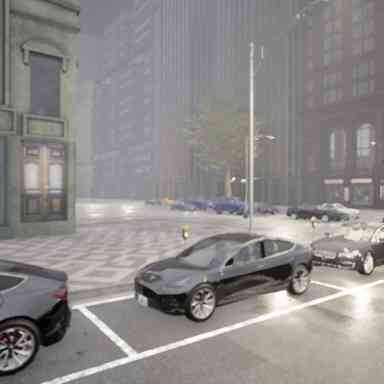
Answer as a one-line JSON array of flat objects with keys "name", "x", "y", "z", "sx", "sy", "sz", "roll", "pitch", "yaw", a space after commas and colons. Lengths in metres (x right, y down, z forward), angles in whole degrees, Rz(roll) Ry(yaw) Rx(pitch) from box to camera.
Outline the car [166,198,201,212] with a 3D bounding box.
[{"name": "car", "x": -1.269, "y": 1.862, "z": 45.401, "sx": 1.812, "sy": 1.442, "sz": 4.674, "roll": 0, "pitch": 0, "yaw": -35}]

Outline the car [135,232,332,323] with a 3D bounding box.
[{"name": "car", "x": 0.883, "y": 1.606, "z": 7.292, "sx": 4.313, "sy": 1.339, "sz": 1.947, "roll": 1, "pitch": -1, "yaw": -36}]

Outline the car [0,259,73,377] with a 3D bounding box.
[{"name": "car", "x": -3.700, "y": 1.560, "z": 4.010, "sx": 4.313, "sy": 1.339, "sz": 1.947, "roll": 1, "pitch": -1, "yaw": -36}]

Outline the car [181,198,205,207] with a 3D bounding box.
[{"name": "car", "x": 0.150, "y": 1.880, "z": 60.331, "sx": 1.882, "sy": 1.535, "sz": 5.008, "roll": 0, "pitch": 0, "yaw": -35}]

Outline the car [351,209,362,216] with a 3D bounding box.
[{"name": "car", "x": 13.254, "y": 1.814, "z": 30.761, "sx": 1.812, "sy": 1.442, "sz": 4.674, "roll": 0, "pitch": 0, "yaw": -33}]

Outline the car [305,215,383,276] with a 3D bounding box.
[{"name": "car", "x": 5.466, "y": 1.637, "z": 10.573, "sx": 4.403, "sy": 1.369, "sz": 2.008, "roll": 1, "pitch": -1, "yaw": -36}]

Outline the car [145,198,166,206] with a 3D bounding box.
[{"name": "car", "x": -7.626, "y": 1.945, "z": 65.528, "sx": 1.812, "sy": 1.442, "sz": 4.674, "roll": 0, "pitch": 0, "yaw": -36}]

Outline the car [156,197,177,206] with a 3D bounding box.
[{"name": "car", "x": -5.231, "y": 1.909, "z": 67.764, "sx": 1.882, "sy": 1.535, "sz": 5.008, "roll": 0, "pitch": 0, "yaw": -36}]

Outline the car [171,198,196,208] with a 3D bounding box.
[{"name": "car", "x": -1.492, "y": 1.865, "z": 57.061, "sx": 1.882, "sy": 1.535, "sz": 5.008, "roll": 0, "pitch": 0, "yaw": -35}]

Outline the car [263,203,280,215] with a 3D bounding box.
[{"name": "car", "x": 7.592, "y": 1.863, "z": 38.640, "sx": 2.033, "sy": 1.411, "sz": 5.357, "roll": 0, "pitch": 0, "yaw": -35}]

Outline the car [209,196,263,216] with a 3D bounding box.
[{"name": "car", "x": 4.758, "y": 1.528, "z": 37.012, "sx": 2.150, "sy": 2.045, "sz": 5.566, "roll": 0, "pitch": 0, "yaw": -36}]

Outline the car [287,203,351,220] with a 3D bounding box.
[{"name": "car", "x": 10.614, "y": 1.755, "z": 28.861, "sx": 1.882, "sy": 1.535, "sz": 5.008, "roll": 0, "pitch": 0, "yaw": -37}]

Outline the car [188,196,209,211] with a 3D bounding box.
[{"name": "car", "x": 1.404, "y": 1.568, "z": 47.262, "sx": 2.150, "sy": 2.045, "sz": 5.566, "roll": 0, "pitch": 0, "yaw": -36}]
